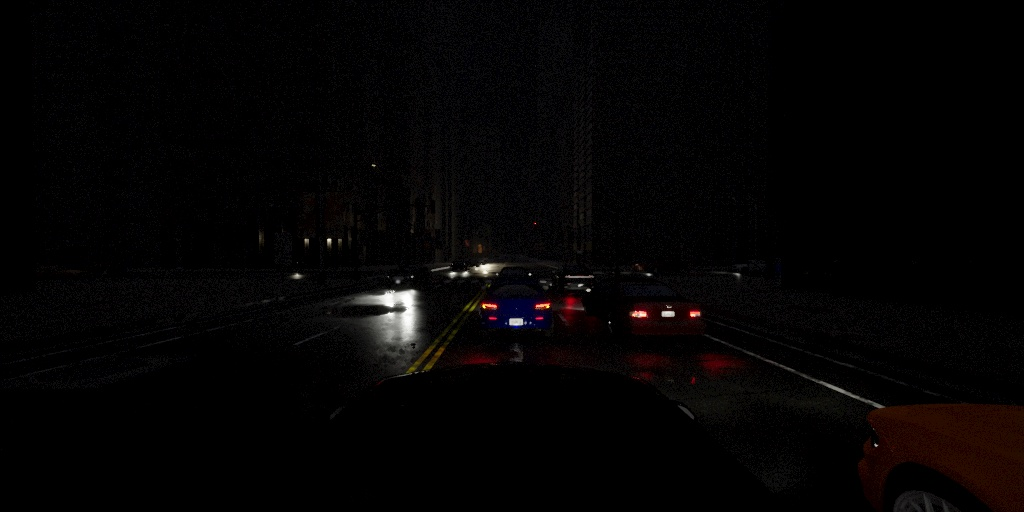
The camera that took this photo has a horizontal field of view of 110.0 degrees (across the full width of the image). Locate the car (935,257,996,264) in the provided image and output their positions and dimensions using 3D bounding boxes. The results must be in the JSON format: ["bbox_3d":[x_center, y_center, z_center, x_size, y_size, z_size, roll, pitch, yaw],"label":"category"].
[{"bbox_3d":[43.831,1.169,35.172,4.097,1.591,1.967,0,0,0],"label":"car"}]

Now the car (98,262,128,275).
[{"bbox_3d":[-46.437,1.364,40.692,4.507,1.381,1.888,0,0,0],"label":"car"}]

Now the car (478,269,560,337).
[{"bbox_3d":[0.089,1.272,10.132,1.812,1.442,4.674,0,0,0],"label":"car"}]

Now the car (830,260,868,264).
[{"bbox_3d":[32.952,1.321,35.231,4.207,1.307,1.802,0,0,0],"label":"car"}]

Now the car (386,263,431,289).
[{"bbox_3d":[-6.604,1.227,23.220,2.128,1.511,4.902,0,0,0],"label":"car"}]

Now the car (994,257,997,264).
[{"bbox_3d":[49.272,1.046,35.143,5.009,1.841,2.192,0,0,0],"label":"car"}]

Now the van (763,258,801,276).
[{"bbox_3d":[27.510,1.086,35.260,3.998,1.789,1.690,0,0,0],"label":"van"}]

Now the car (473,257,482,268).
[{"bbox_3d":[-6.592,1.188,60.524,1.882,1.535,5.008,0,0,0],"label":"car"}]

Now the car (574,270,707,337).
[{"bbox_3d":[3.347,1.294,10.232,2.033,1.411,5.357,0,0,0],"label":"car"}]

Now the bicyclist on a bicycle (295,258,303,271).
[{"bbox_3d":[-25.898,1.003,43.563,0.582,1.620,1.656,0,1,0],"label":"bicyclist on a bicycle"}]

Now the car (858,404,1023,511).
[{"bbox_3d":[3.350,1.228,0.407,1.882,1.535,5.008,0,0,0],"label":"car"}]

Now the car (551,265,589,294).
[{"bbox_3d":[3.340,1.230,19.980,2.128,1.511,4.902,0,0,0],"label":"car"}]

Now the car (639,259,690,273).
[{"bbox_3d":[17.703,1.148,41.164,5.008,1.535,1.882,0,1,0],"label":"car"}]

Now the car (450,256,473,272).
[{"bbox_3d":[-6.606,1.070,46.110,2.097,1.767,4.553,0,0,0],"label":"car"}]

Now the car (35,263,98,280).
[{"bbox_3d":[-40.841,1.451,32.172,4.829,1.417,1.751,0,0,0],"label":"car"}]

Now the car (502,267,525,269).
[{"bbox_3d":[0.088,1.286,19.706,2.033,1.411,5.357,0,0,0],"label":"car"}]

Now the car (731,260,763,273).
[{"bbox_3d":[27.643,1.184,41.095,4.674,1.442,1.812,0,1,0],"label":"car"}]

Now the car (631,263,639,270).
[{"bbox_3d":[16.672,1.071,43.843,4.097,1.591,1.967,0,0,0],"label":"car"}]
